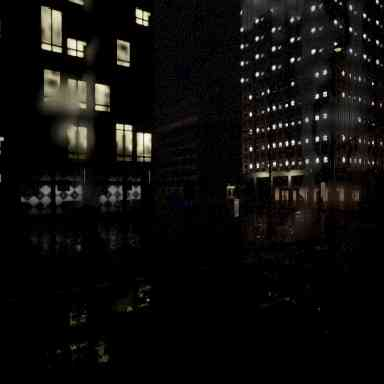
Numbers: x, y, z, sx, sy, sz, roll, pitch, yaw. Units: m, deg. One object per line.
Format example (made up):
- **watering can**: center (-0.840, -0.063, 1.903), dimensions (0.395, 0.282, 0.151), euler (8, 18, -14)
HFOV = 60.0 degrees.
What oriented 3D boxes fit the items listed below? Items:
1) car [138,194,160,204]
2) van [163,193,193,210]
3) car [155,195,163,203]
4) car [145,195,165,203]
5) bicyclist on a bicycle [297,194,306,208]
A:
- **car**: center (-7.846, 1.203, 59.831), dimensions (1.882, 1.535, 5.008), euler (-1, 1, -34)
- **van**: center (-1.517, 1.210, 40.203), dimensions (1.690, 1.788, 3.998), euler (0, 0, -34)
- **car**: center (-3.913, 1.035, 58.659), dimensions (2.192, 1.841, 5.009), euler (0, 0, -34)
- **car**: center (-7.023, 1.237, 63.244), dimensions (1.887, 1.381, 4.507), euler (0, 0, -34)
- **bicyclist on a bicycle**: center (12.874, 1.117, 39.154), dimensions (1.656, 1.620, 0.582), euler (-1, 1, -34)
